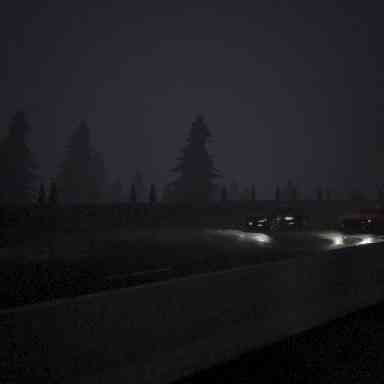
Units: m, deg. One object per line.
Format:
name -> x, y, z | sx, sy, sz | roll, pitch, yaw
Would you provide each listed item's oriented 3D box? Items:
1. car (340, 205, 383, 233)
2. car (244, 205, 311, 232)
car -> 11.152, 1.582, 20.552 | 5.008, 1.535, 1.882 | 0, 0, -36
car -> 5.381, 1.585, 20.734 | 4.892, 1.490, 1.837 | 0, 0, -36
